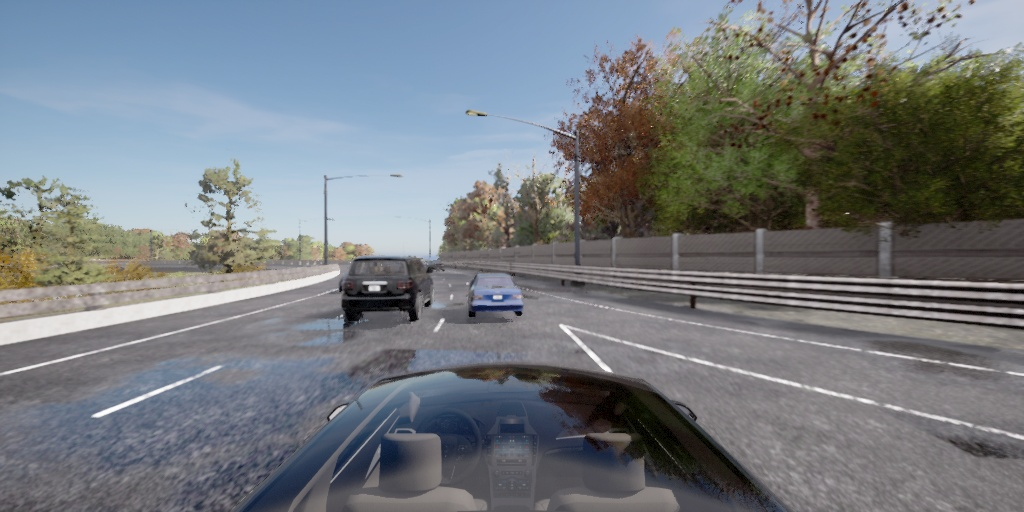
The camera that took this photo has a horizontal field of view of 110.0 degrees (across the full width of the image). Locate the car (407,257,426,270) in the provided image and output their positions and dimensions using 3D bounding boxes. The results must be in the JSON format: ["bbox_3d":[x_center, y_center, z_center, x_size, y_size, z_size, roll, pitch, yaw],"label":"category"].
[{"bbox_3d":[-15.932,1.119,59.693,2.150,2.045,5.566,0,0,-26],"label":"car"}]

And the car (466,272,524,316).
[{"bbox_3d":[-0.727,1.314,13.469,2.033,1.411,5.357,0,0,-7],"label":"car"}]

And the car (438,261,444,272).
[{"bbox_3d":[-10.548,1.359,48.580,1.837,1.490,4.892,0,-1,-25],"label":"car"}]

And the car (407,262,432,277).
[{"bbox_3d":[-9.885,1.389,38.013,2.033,1.411,5.357,0,0,-19],"label":"car"}]

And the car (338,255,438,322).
[{"bbox_3d":[-4.114,1.005,12.663,2.150,2.045,5.566,0,0,-6],"label":"car"}]
